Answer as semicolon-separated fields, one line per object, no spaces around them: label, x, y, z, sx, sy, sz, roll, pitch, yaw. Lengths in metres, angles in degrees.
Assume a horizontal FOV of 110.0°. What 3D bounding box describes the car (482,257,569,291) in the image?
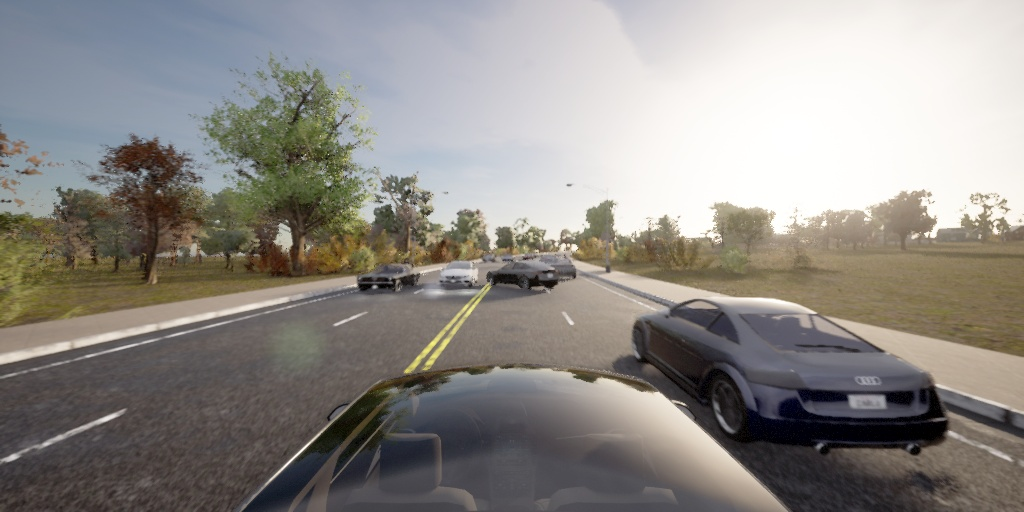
car;0.505;1.010;20.022;2.163;1.488;4.792;-1;1;-38

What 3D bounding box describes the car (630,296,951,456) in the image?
car;3.256;1.271;5.277;1.994;1.385;4.181;0;1;0

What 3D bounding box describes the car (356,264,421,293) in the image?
car;-6.362;1.117;18.936;1.895;1.301;4.718;0;1;2

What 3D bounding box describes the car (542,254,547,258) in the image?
car;4.213;0.814;38.036;1.994;1.385;4.181;0;1;3

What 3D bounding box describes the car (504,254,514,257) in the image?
car;-0.579;0.408;62.943;2.033;1.411;5.357;0;1;6

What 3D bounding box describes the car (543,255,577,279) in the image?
car;3.725;0.901;27.122;2.128;1.511;4.902;0;1;2

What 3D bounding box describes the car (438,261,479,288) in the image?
car;-3.044;1.012;21.310;1.812;1.442;4.674;0;1;2

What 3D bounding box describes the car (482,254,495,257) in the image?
car;-3.930;0.371;61.940;2.128;1.511;4.902;0;1;5
